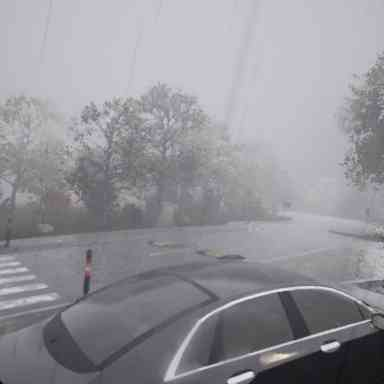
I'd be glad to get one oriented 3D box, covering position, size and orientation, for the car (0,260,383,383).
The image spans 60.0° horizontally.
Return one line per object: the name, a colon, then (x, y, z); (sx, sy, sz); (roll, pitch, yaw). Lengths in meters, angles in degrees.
car: (0.666, 1.516, 3.518); (4.892, 1.490, 1.837); (0, 0, -32)
